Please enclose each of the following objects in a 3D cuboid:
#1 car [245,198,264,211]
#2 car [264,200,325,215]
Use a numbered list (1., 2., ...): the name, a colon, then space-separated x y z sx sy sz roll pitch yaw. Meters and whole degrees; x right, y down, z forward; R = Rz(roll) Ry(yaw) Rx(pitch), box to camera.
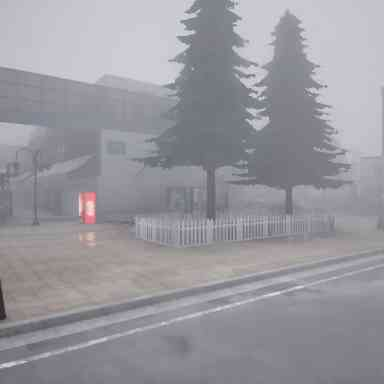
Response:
1. car: 7.436 1.462 40.583 1.882 1.535 5.008 0 0 -34
2. car: 9.582 1.532 30.796 2.033 1.411 5.357 0 0 -34
